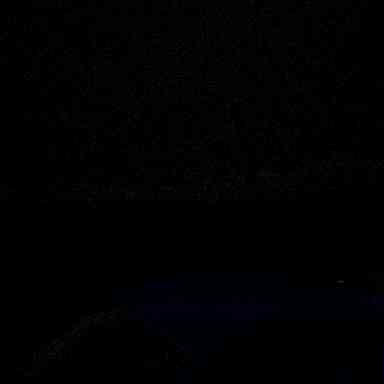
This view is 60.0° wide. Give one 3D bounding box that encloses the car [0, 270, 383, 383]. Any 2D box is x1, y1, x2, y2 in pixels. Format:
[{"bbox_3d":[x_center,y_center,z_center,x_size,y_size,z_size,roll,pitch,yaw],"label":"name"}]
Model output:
[{"bbox_3d":[-0.019,1.475,2.510,5.008,1.535,1.882,0,0,-35],"label":"car"}]
